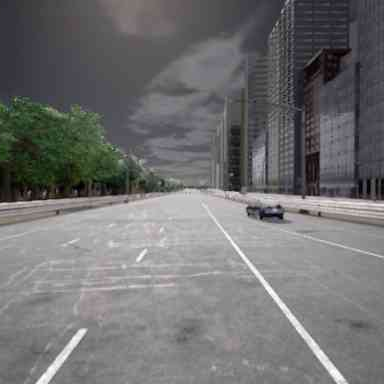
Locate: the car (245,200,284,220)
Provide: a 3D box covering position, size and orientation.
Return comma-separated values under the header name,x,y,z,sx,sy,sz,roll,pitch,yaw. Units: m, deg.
name,x,y,z,sx,sy,sz,roll,pitch,yaw
car,5.774,1.385,26.785,2.163,1.488,4.792,0,0,-8
